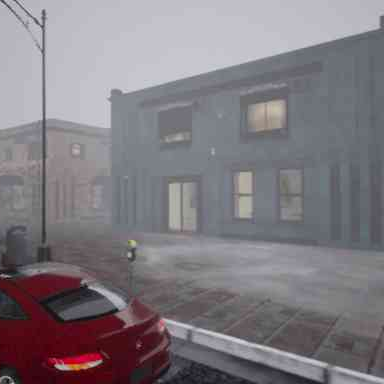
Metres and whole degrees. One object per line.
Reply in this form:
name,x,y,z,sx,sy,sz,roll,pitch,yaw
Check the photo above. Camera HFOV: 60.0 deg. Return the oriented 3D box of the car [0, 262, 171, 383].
car,-2.179,1.622,4.428,4.206,1.307,1.802,-1,0,36
